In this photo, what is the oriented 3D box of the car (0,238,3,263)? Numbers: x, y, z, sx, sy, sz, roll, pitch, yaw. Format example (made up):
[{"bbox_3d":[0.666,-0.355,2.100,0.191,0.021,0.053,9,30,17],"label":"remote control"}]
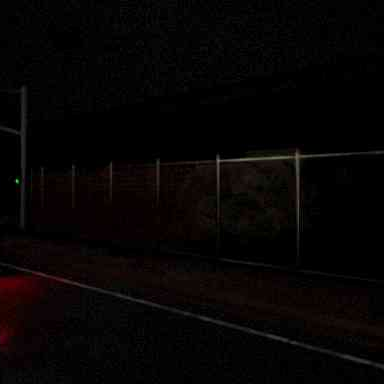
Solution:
[{"bbox_3d":[-7.126,1.423,9.073,4.902,1.511,2.128,0,0,33],"label":"car"}]
